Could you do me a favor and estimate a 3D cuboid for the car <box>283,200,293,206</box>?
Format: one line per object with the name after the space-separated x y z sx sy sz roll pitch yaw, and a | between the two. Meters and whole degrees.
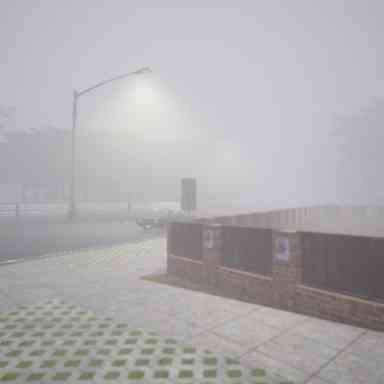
23.467 2.644 81.376 2.128 1.511 4.902 1 0 24 | car

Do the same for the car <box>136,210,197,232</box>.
-1.483 1.807 21.870 1.895 1.301 4.718 1 0 31 | car

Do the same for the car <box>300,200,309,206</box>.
26.971 2.674 79.642 2.033 1.411 5.357 1 0 21 | car
